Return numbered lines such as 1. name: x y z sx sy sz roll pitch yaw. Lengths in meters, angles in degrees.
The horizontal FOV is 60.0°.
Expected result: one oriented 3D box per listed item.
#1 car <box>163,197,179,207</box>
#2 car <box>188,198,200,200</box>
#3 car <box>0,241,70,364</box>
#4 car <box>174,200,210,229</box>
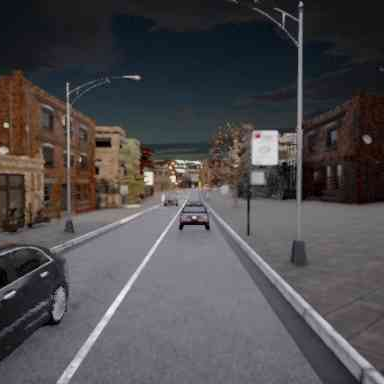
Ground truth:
1. car: -2.916 1.410 47.332 1.994 1.385 4.181 0 0 0
2. car: 0.247 1.462 42.682 1.895 1.301 4.718 0 0 0
3. car: -3.148 1.497 4.227 1.837 1.490 4.892 0 0 0
4. car: 0.145 1.482 21.217 2.033 1.411 5.357 0 0 0
